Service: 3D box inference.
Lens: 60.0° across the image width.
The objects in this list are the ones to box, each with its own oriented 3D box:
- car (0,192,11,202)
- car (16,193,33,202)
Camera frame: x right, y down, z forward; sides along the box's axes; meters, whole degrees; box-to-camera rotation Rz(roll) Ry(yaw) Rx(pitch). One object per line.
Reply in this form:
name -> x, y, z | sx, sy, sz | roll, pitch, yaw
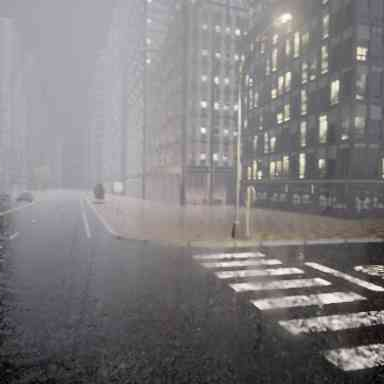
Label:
car -> -28.497, 0.707, 49.739 | 2.128, 1.511, 4.902 | 1, 0, -19
car -> -25.423, 0.793, 50.791 | 2.033, 1.411, 5.357 | 1, 0, -19
